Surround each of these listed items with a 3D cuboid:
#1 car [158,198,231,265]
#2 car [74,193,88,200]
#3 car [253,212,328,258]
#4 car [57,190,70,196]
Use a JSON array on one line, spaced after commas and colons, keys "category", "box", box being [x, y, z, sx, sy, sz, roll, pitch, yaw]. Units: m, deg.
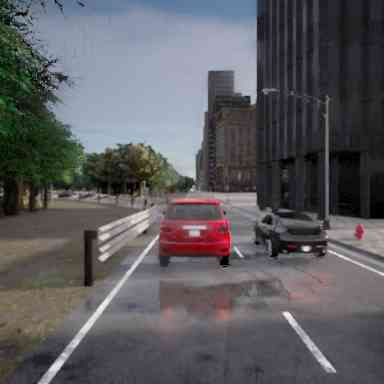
[{"category": "car", "box": [0.080, 1.235, 11.819, 2.150, 2.045, 5.566, 0, 0, 0]}, {"category": "car", "box": [-26.940, 1.110, 80.835, 4.892, 1.490, 1.837, 1, 1, 44]}, {"category": "car", "box": [3.580, 1.520, 12.825, 1.837, 1.490, 4.892, 0, 0, 0]}, {"category": "car", "box": [-34.077, 0.551, 88.218, 2.150, 2.045, 5.566, 0, 1, -39]}]
